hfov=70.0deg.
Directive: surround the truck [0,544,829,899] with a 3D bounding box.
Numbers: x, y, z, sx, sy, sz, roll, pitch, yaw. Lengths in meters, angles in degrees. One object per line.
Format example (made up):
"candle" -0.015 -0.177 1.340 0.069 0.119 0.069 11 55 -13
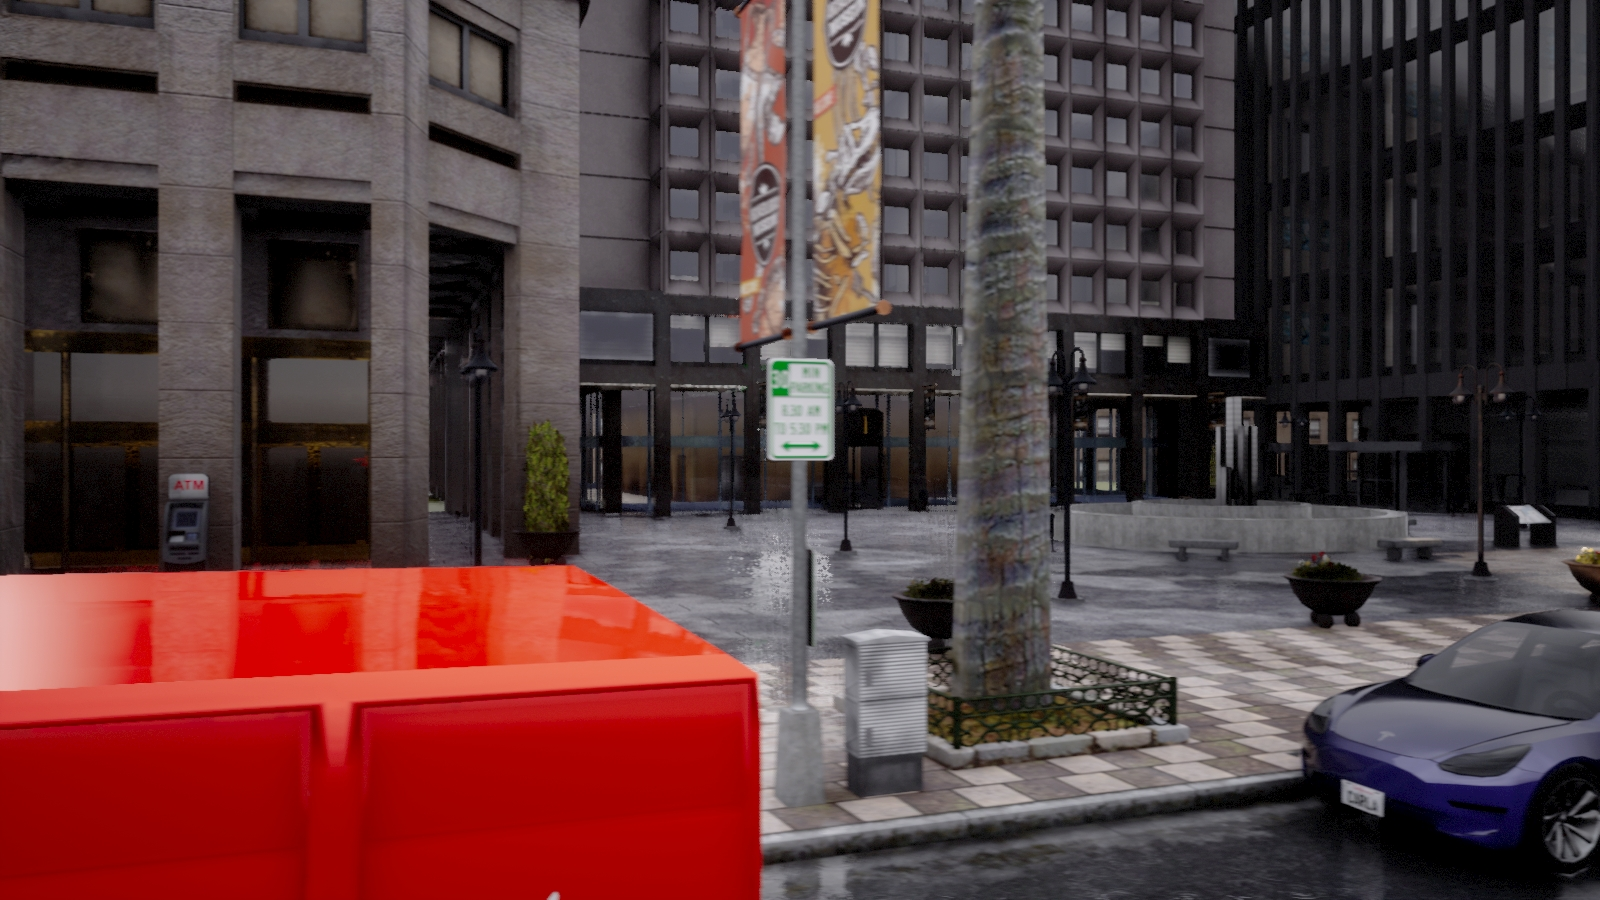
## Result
"truck" -2.857 1.575 2.275 5.204 2.467 2.627 1 0 -20
